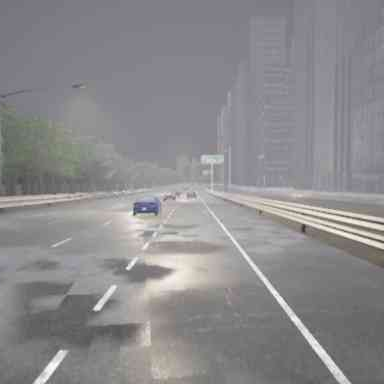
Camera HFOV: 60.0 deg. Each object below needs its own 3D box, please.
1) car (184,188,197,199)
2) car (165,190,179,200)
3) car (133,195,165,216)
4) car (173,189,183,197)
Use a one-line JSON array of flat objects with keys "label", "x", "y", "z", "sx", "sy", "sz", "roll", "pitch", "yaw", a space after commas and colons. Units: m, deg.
[{"label": "car", "x": -0.068, "y": 0.473, "z": 64.732, "sx": 2.128, "sy": 1.511, "sz": 4.902, "roll": 0, "pitch": 1, "yaw": 0}, {"label": "car", "x": -3.629, "y": 0.736, "z": 55.485, "sx": 1.895, "sy": 1.301, "sz": 4.718, "roll": 0, "pitch": 1, "yaw": 0}, {"label": "car", "x": -3.524, "y": 1.063, "z": 26.944, "sx": 1.882, "sy": 1.535, "sz": 5.008, "roll": 0, "pitch": 1, "yaw": 0}, {"label": "car", "x": -3.695, "y": 0.164, "z": 74.942, "sx": 2.097, "sy": 1.767, "sz": 4.553, "roll": 0, "pitch": 1, "yaw": 0}]
